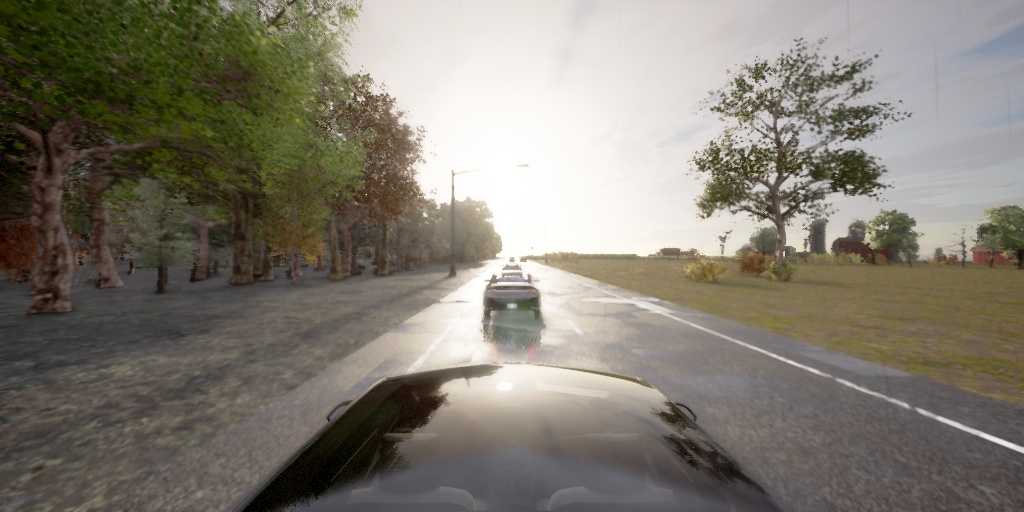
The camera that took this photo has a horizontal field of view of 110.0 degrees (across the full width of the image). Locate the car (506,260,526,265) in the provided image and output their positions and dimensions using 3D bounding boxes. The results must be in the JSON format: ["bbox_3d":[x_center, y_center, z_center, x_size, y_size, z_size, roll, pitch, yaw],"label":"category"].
[{"bbox_3d":[0.017,1.322,34.266,1.994,1.385,4.181,0,0,0],"label":"car"}]

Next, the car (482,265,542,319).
[{"bbox_3d":[0.005,1.253,12.869,2.128,1.511,4.902,0,0,0],"label":"car"}]
